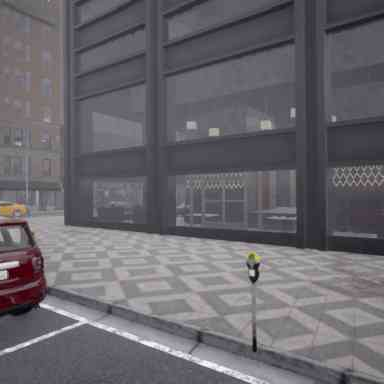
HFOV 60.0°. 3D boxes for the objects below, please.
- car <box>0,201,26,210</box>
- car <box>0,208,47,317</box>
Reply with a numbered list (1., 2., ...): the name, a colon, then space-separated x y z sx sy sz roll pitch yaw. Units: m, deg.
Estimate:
1. car: -18.289 1.641 31.179 1.882 1.535 5.008 -1 0 36
2. car: -4.778 1.316 6.267 5.009 1.841 2.192 0 -1 35
